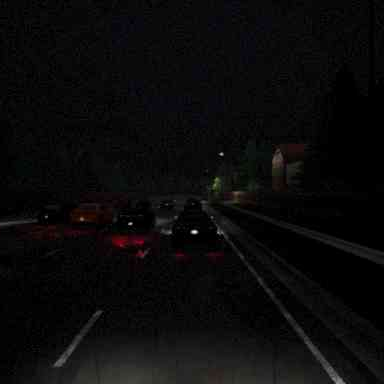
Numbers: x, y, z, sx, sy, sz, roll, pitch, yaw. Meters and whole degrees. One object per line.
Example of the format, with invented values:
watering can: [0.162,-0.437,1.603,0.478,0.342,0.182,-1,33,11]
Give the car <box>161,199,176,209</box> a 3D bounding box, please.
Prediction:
car: [-3.405,1.697,47.652,1.994,1.385,4.181,0,0,0]

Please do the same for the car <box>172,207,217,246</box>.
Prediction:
car: [0.098,1.608,15.570,1.994,1.385,4.181,0,0,0]

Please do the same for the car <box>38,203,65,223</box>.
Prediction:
car: [-10.399,1.598,26.087,1.812,1.442,4.674,0,0,0]

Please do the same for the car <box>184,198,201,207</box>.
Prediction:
car: [0.094,1.467,41.530,2.097,1.767,4.553,0,0,0]

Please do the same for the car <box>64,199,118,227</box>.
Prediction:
car: [-6.903,1.543,23.319,1.882,1.535,5.008,0,0,0]

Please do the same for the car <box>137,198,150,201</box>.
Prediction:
car: [-6.905,1.639,47.697,1.837,1.490,4.892,0,0,0]

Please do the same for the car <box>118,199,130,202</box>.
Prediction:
car: [-10.403,1.705,50.677,1.994,1.385,4.181,0,0,0]

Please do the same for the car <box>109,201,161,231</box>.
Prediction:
car: [-3.405,1.550,20.823,2.128,1.511,4.902,0,0,0]
